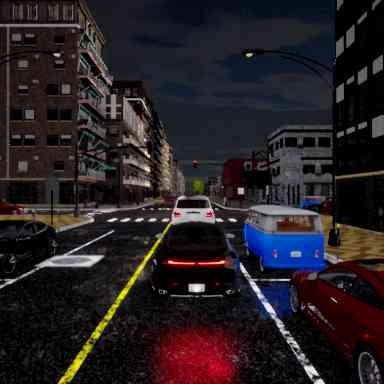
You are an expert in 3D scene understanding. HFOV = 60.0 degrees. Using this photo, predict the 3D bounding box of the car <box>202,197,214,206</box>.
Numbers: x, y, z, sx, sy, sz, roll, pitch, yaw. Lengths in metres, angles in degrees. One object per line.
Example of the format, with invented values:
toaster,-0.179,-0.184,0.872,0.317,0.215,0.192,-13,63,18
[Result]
car,2.596,1.562,55.265,1.752,1.417,4.829,0,0,0

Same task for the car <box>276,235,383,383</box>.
car,2.652,1.582,4.619,1.802,1.307,4.206,0,0,0

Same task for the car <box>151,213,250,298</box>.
car,0.083,1.506,8.491,1.837,1.490,4.892,0,0,0

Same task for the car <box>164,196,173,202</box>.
car,-5.833,1.632,82.775,2.008,1.369,4.403,0,0,0

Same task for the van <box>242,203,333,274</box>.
van,2.643,1.343,10.308,1.690,1.788,3.998,0,0,0

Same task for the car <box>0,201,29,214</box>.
car,-17.520,1.535,31.084,4.206,1.307,1.802,0,0,0

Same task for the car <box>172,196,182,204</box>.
car,-3.134,1.581,68.164,1.812,1.442,4.674,0,0,0

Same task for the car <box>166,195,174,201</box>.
car,-5.842,1.617,88.144,1.752,1.417,4.829,0,0,0

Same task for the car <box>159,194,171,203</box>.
car,-5.813,1.376,71.697,2.192,1.841,5.009,0,0,0

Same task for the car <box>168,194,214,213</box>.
car,0.057,1.225,18.491,2.150,2.045,5.566,0,0,0

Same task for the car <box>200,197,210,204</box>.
car,2.577,1.634,66.173,1.802,1.307,4.206,0,0,0

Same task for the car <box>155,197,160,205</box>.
car,-5.794,1.569,60.448,1.752,1.417,4.829,0,0,0

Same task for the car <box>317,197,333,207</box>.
car,14.868,1.359,31.221,5.009,1.841,2.192,0,0,0

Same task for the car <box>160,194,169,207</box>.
car,-3.187,1.383,50.165,2.097,1.767,4.553,0,0,0

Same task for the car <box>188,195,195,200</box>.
car,-0.160,1.584,91.929,1.895,1.301,4.718,0,0,0

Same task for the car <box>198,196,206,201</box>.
car,2.538,1.643,88.329,2.008,1.369,4.403,0,0,0

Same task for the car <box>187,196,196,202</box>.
car,-0.143,1.618,81.479,2.033,1.411,5.357,0,0,0

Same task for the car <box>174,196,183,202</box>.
car,-3.138,1.624,78.180,1.994,1.385,4.181,0,0,0

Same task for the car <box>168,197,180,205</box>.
car,-3.179,1.643,59.108,1.895,1.301,4.718,0,0,0

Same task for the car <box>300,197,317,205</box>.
car,15.082,1.620,36.973,5.357,1.411,2.033,0,0,2

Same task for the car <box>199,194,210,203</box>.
car,2.568,1.376,71.712,2.192,1.841,5.009,0,0,0

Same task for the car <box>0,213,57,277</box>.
car,-5.705,1.567,10.319,1.947,1.339,4.313,0,0,0
